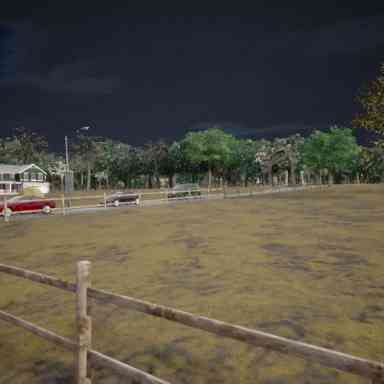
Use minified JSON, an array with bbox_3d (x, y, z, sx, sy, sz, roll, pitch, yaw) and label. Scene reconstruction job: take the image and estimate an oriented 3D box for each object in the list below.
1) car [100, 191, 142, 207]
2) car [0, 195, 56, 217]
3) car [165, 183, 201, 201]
[{"bbox_3d":[-7.258,0.663,34.227,1.837,1.490,4.892,-3,1,36],"label":"car"},{"bbox_3d":[-13.191,1.026,25.912,1.882,1.535,5.008,-3,1,35],"label":"car"},{"bbox_3d":[-1.087,-0.034,42.882,2.150,2.045,5.566,-3,1,36],"label":"car"}]
